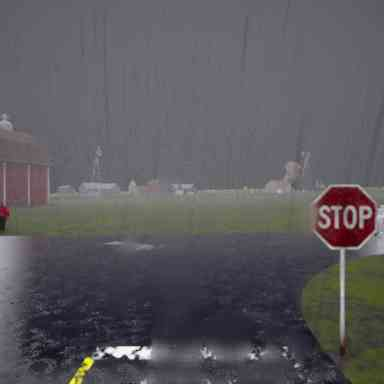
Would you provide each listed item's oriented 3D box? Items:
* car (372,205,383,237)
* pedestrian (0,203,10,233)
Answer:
[{"bbox_3d":[9.582,1.349,16.240,4.674,1.442,1.812,-1,0,-6],"label":"car"},{"bbox_3d":[-11.187,1.483,19.678,0.375,1.860,0.375,0,0,4],"label":"pedestrian"}]
